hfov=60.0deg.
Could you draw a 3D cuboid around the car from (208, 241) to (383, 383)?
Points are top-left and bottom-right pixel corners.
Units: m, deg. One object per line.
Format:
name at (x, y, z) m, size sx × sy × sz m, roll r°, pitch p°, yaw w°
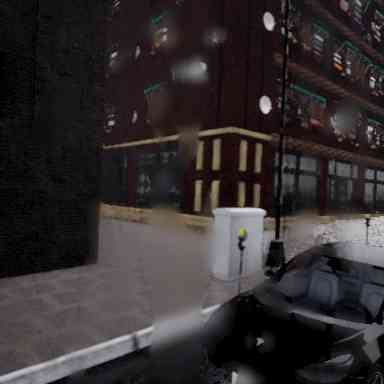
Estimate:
car at (2.158, 1.473, 4.578) m, size 4.313 × 1.339 × 1.947 m, roll 0°, pitch 4°, yaw -41°
